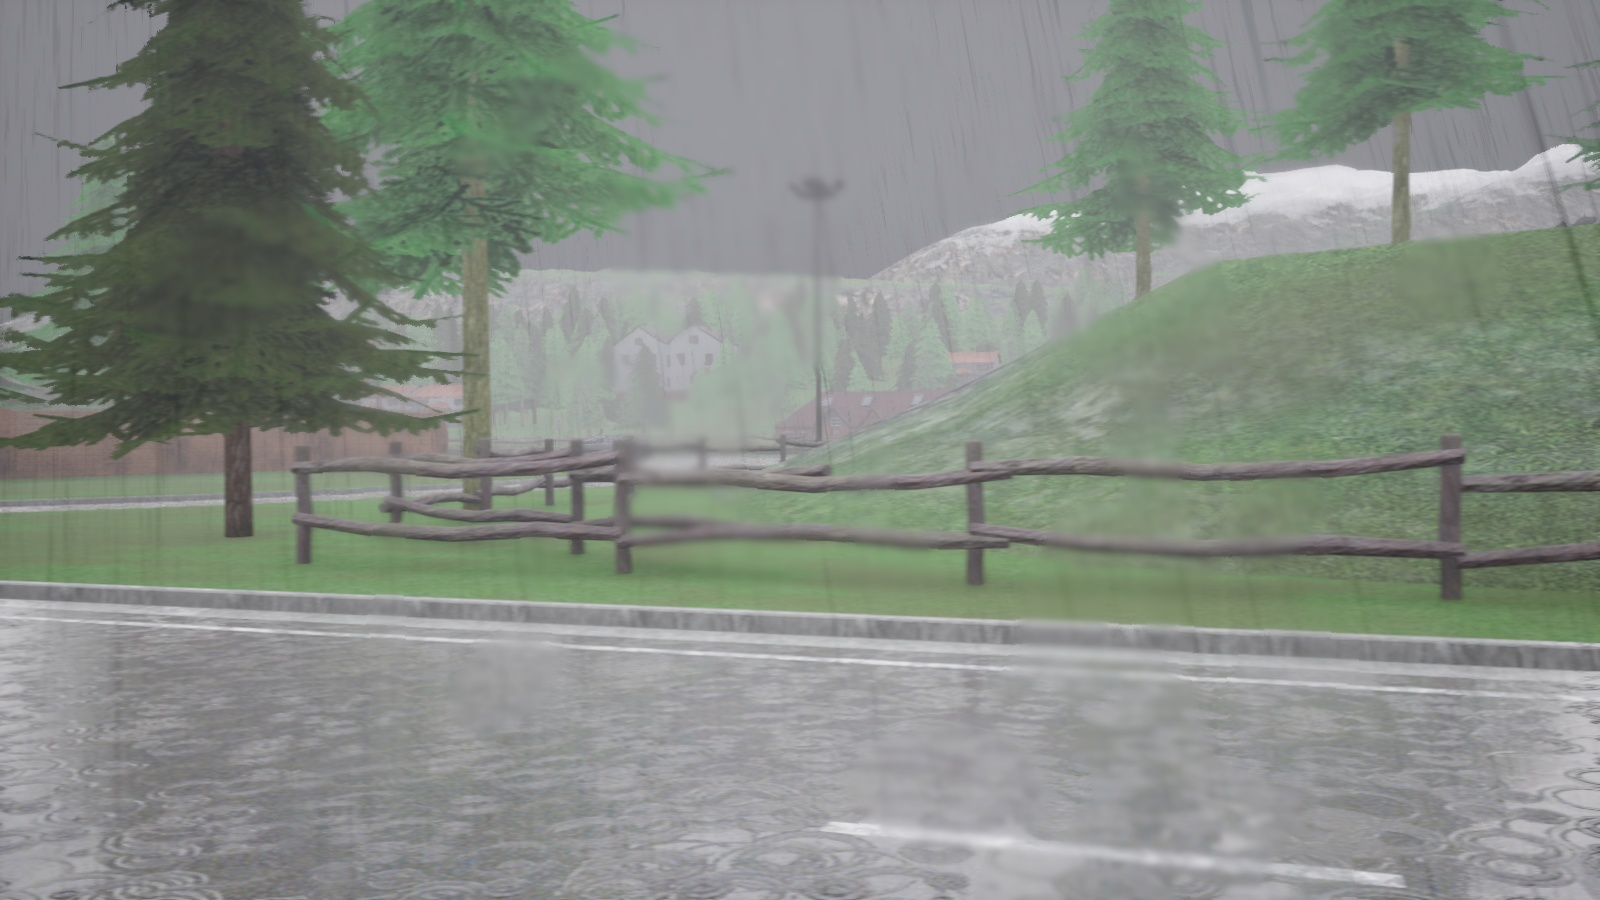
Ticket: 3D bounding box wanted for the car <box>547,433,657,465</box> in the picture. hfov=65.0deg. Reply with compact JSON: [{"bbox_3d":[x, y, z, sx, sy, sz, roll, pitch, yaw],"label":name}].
[{"bbox_3d":[-9.675,-0.073,61.468,4.902,1.511,2.128,0,1,19],"label":"car"}]
